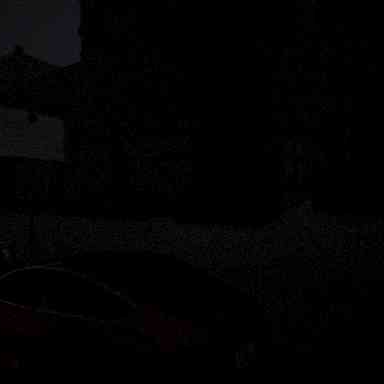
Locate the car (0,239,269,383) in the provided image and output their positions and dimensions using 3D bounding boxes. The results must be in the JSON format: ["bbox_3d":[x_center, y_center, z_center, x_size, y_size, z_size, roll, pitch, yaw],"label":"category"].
[{"bbox_3d":[-1.430,1.512,4.338,4.792,1.488,2.163,0,0,35],"label":"car"}]
